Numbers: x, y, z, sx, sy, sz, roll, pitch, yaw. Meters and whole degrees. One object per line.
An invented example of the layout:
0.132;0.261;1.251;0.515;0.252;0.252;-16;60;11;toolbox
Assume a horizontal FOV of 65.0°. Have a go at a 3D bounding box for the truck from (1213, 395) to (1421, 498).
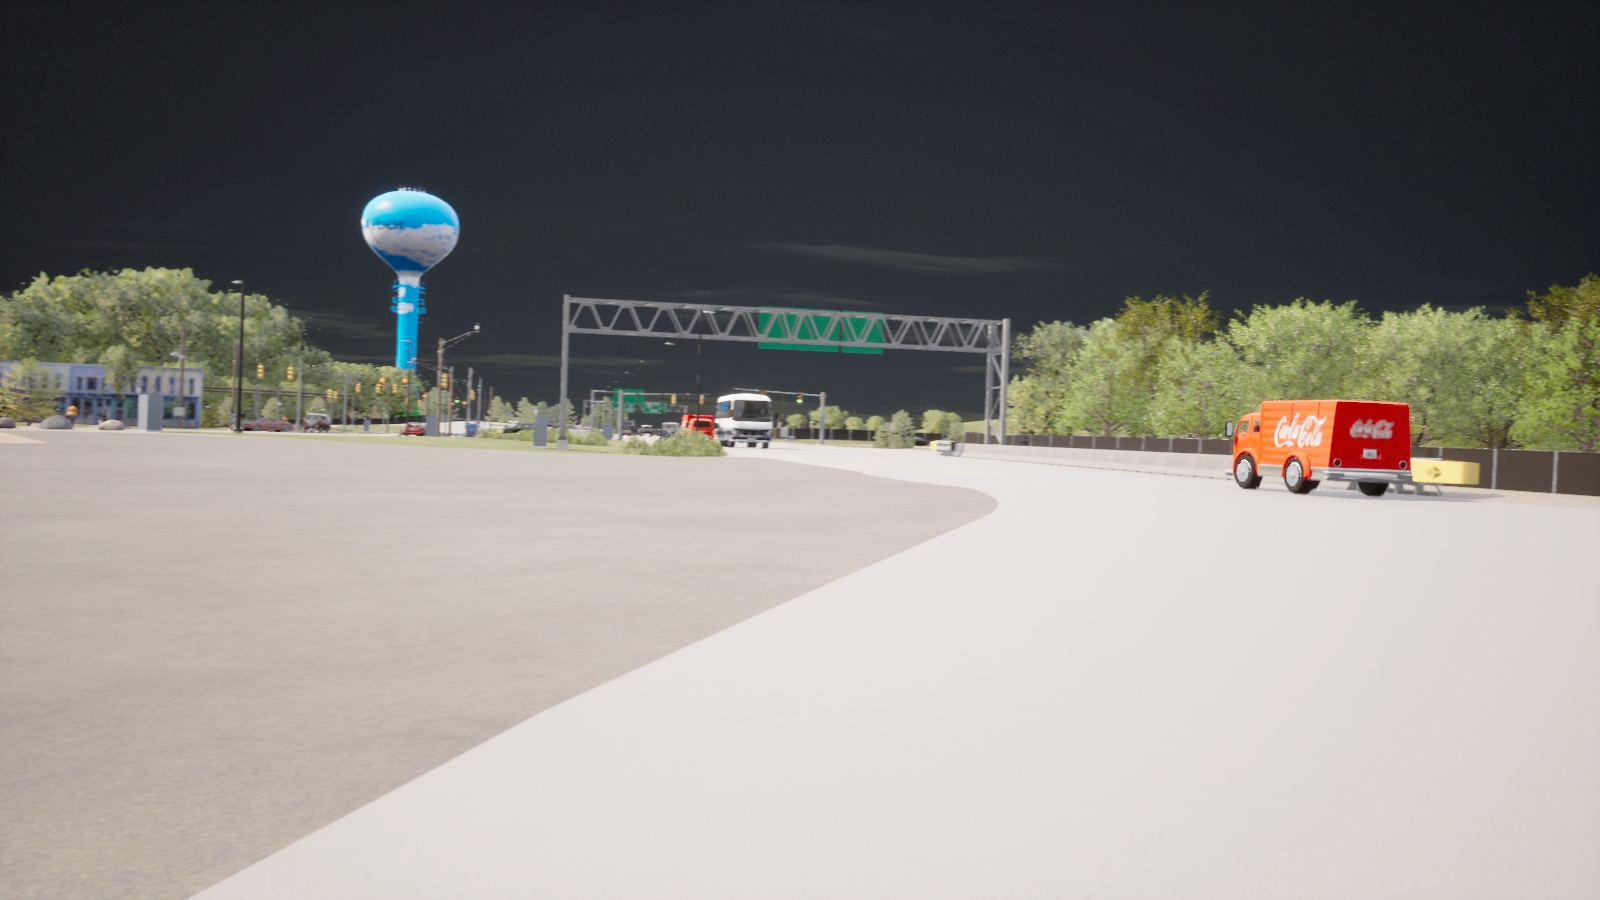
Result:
13.659;-0.127;33.660;2.627;2.467;5.204;2;1;-11;truck
